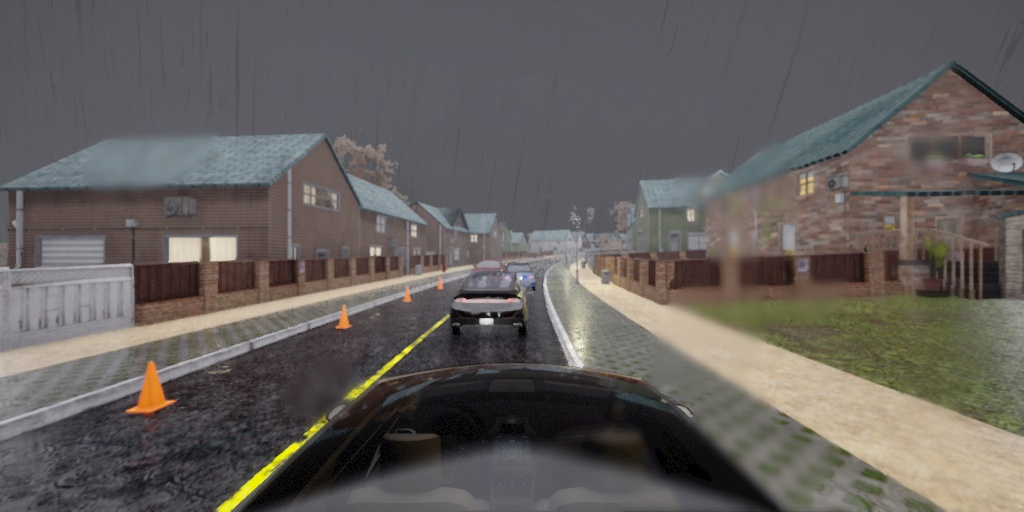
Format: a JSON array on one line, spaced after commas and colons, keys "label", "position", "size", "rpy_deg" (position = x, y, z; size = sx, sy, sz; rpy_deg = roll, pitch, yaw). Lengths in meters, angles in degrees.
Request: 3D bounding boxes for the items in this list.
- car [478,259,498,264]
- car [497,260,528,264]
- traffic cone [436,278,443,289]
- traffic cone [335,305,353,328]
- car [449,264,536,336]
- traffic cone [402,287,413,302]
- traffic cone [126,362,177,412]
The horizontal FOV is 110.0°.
[{"label": "car", "position": [-1.443, 0.966, 23.835], "size": [1.882, 1.535, 5.008], "rpy_deg": [0, 1, 4]}, {"label": "car", "position": [0.349, 1.083, 20.418], "size": [2.033, 1.411, 5.357], "rpy_deg": [0, 1, 0]}, {"label": "traffic cone", "position": [-3.963, 1.504, 19.818], "size": [0.340, 0.580, 0.340], "rpy_deg": [0, 0, 5]}, {"label": "traffic cone", "position": [-4.560, 1.626, 9.734], "size": [0.340, 0.580, 0.340], "rpy_deg": [0, 0, 2]}, {"label": "car", "position": [-0.502, 1.158, 10.087], "size": [2.128, 1.511, 4.902], "rpy_deg": [0, 1, 1]}, {"label": "traffic cone", "position": [-4.314, 1.569, 14.780], "size": [0.340, 0.580, 0.340], "rpy_deg": [0, 0, 3]}, {"label": "traffic cone", "position": [-4.702, 1.677, 4.685], "size": [0.340, 0.580, 0.340], "rpy_deg": [0, 0, 1]}]
